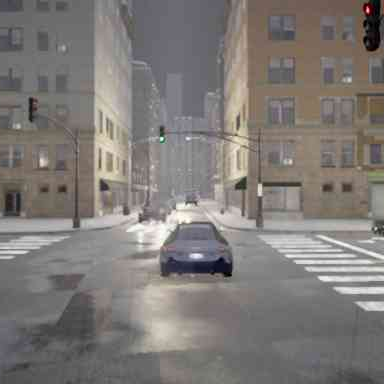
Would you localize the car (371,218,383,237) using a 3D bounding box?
[{"bbox_3d":[11.148,1.506,15.814,4.892,1.490,1.837,0,0,0],"label":"car"}]

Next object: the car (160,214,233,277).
[{"bbox_3d":[0.118,1.599,10.409,1.994,1.385,4.181,0,0,0],"label":"car"}]

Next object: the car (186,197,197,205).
[{"bbox_3d":[-0.159,1.838,69.192,2.128,1.511,4.902,0,0,0],"label":"car"}]

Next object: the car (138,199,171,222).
[{"bbox_3d":[-3.086,1.472,27.211,2.097,1.767,4.553,0,0,0],"label":"car"}]

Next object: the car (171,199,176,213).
[{"bbox_3d":[-3.125,1.668,36.308,1.837,1.490,4.892,0,0,0],"label":"car"}]

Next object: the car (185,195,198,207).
[{"bbox_3d":[-0.118,1.490,58.804,2.150,2.045,5.566,0,0,0],"label":"car"}]
